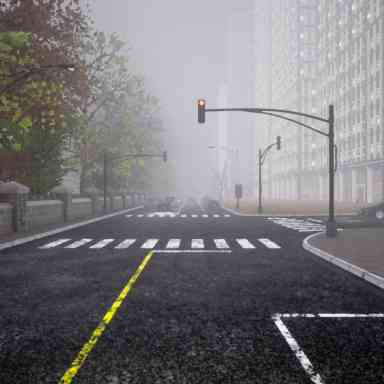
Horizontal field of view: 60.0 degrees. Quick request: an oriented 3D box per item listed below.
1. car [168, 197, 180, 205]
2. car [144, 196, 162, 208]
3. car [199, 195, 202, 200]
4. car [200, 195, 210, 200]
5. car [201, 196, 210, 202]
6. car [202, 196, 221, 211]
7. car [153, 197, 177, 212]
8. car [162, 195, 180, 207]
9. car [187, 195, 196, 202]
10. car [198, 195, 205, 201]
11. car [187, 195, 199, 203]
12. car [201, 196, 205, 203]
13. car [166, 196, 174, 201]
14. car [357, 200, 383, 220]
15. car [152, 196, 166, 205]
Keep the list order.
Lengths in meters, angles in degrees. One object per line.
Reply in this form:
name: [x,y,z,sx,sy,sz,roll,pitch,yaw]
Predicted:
car: [-3.121,1.564,59.056,1.812,1.442,4.674,0,0,0]
car: [-5.729,1.608,47.188,1.802,1.307,4.206,0,0,0]
car: [3.055,1.406,69.845,2.097,1.767,4.553,0,0,0]
car: [2.647,1.597,52.828,1.947,1.339,4.313,0,0,0]
car: [3.085,1.590,76.875,1.812,1.442,4.674,0,0,0]
car: [2.656,1.587,41.563,1.947,1.339,4.313,0,0,0]
car: [-3.131,1.583,39.228,1.994,1.385,4.181,0,0,0]
car: [-3.135,1.379,48.781,2.097,1.767,4.553,0,0,0]
car: [-0.066,1.482,78.847,2.033,1.411,5.357,0,0,0]
car: [2.614,1.642,92.254,2.008,1.369,4.403,0,0,0]
car: [-0.059,1.578,69.263,1.812,1.442,4.674,0,0,0]
car: [2.652,1.592,47.195,1.947,1.339,4.313,0,0,0]
car: [-5.762,1.626,86.615,1.887,1.381,4.507,0,0,0]
car: [14.933,1.239,24.786,4.892,1.490,1.837,-1,0,0]
car: [-5.737,1.478,58.454,1.967,1.590,4.097,0,0,0]
